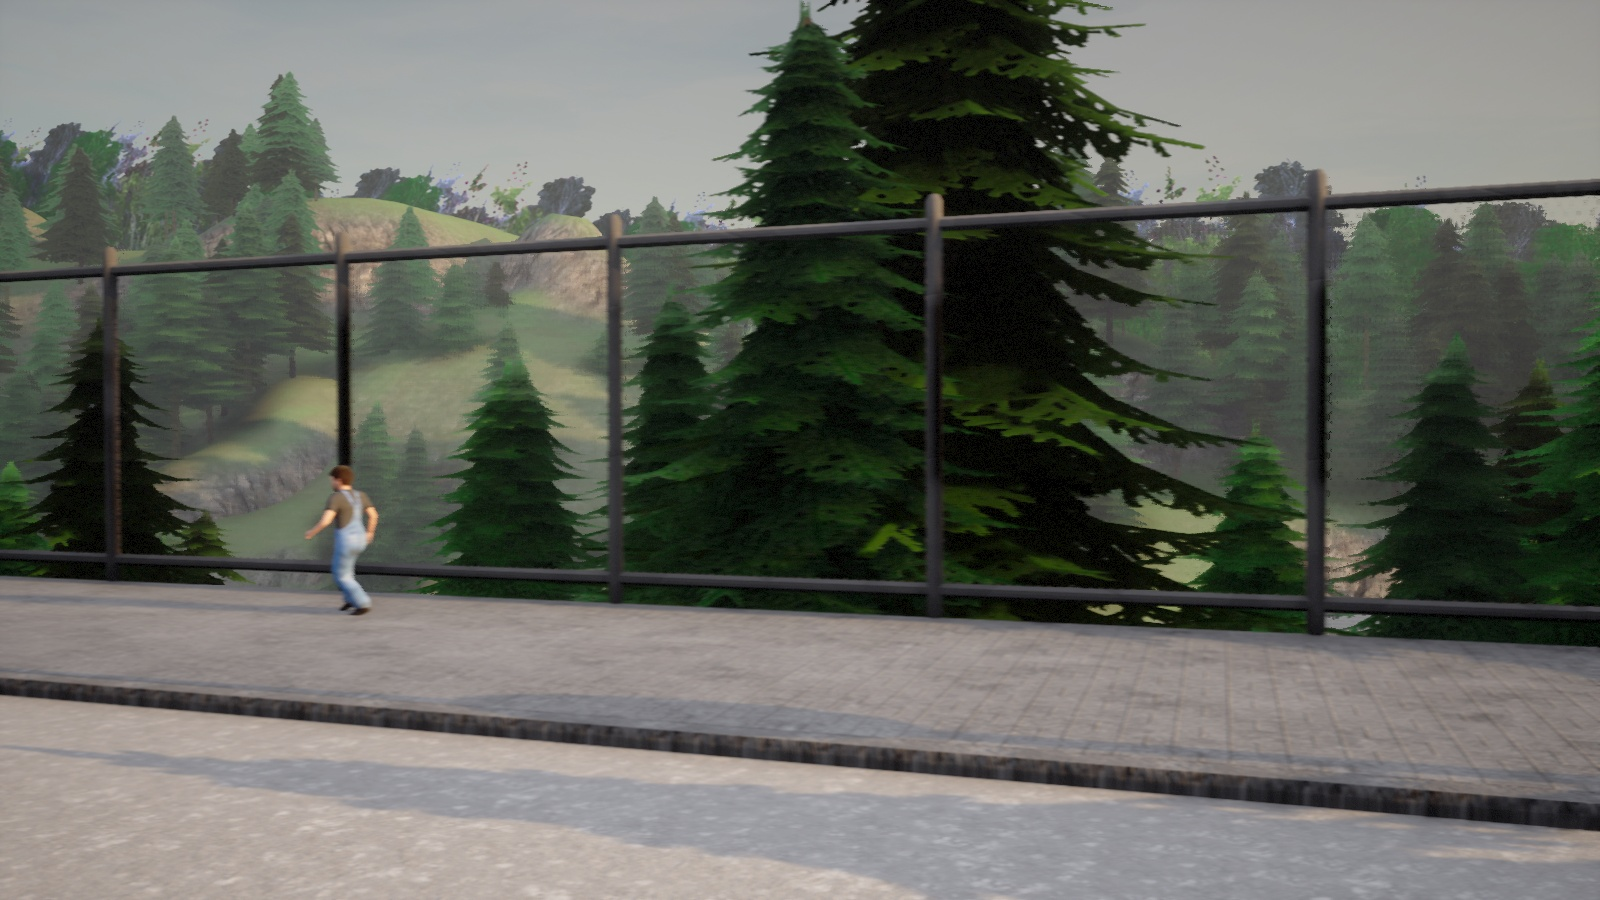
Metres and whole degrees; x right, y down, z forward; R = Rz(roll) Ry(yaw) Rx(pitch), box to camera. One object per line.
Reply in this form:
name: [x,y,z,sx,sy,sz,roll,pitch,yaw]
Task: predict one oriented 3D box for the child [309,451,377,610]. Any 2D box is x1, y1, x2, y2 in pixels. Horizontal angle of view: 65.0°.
child: [-3.699,0.640,10.166,0.437,1.263,0.270,1,1,18]
